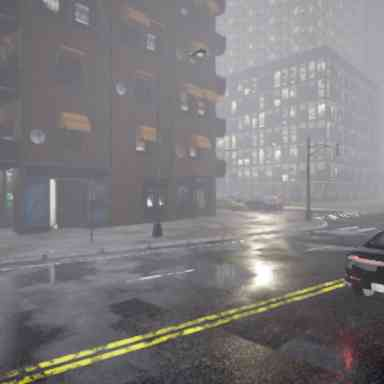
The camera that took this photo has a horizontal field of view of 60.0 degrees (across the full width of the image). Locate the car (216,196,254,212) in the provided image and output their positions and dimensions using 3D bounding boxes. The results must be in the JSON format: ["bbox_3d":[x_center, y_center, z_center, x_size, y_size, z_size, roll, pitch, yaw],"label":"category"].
[{"bbox_3d":[3.616,1.263,34.481,4.829,1.417,1.752,1,0,44],"label":"car"}]

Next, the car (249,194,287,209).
[{"bbox_3d":[9.285,1.151,40.893,4.097,1.590,1.967,1,0,44],"label":"car"}]

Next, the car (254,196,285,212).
[{"bbox_3d":[7.198,1.333,34.715,4.181,1.385,1.994,1,1,44],"label":"car"}]

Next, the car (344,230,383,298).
[{"bbox_3d":[5.320,1.514,7.396,4.902,1.511,2.128,0,0,-36],"label":"car"}]

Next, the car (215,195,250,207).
[{"bbox_3d":[5.386,1.191,44.565,4.313,1.339,1.947,1,0,44],"label":"car"}]
